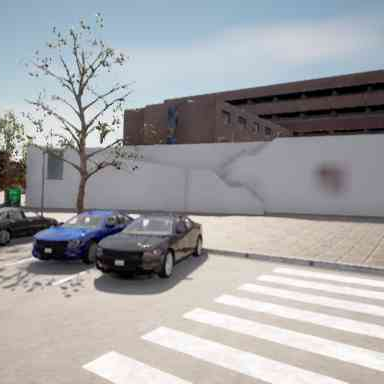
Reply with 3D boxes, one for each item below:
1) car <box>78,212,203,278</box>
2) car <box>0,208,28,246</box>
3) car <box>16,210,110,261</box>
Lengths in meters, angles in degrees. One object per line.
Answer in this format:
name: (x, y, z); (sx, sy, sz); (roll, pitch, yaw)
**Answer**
car: (-1.021, 1.443, 10.214); (2.097, 1.535, 5.008); (0, -1, 16)
car: (-8.230, 1.501, 15.393); (2.231, 1.521, 4.892); (0, -1, 17)
car: (-3.431, 1.459, 11.937); (2.097, 1.535, 5.008); (0, -1, 16)
